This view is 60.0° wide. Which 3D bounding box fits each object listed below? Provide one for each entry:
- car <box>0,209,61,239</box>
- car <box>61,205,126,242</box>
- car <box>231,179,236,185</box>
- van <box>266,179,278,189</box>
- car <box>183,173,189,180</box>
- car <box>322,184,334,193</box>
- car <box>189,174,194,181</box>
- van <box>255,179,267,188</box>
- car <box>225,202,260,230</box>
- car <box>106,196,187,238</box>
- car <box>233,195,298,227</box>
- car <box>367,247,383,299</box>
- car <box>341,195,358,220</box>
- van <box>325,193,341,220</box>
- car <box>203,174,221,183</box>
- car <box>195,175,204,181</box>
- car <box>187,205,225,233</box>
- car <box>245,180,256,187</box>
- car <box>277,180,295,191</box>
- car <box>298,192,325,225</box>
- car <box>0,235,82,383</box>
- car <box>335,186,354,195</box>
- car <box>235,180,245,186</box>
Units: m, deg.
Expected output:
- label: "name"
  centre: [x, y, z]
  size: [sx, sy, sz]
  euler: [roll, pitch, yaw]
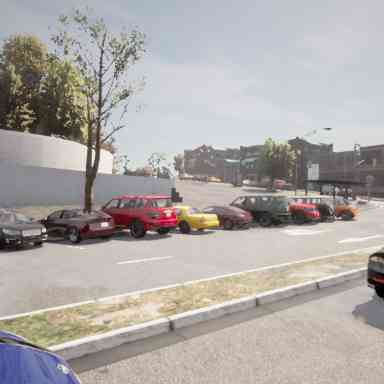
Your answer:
- label: "car"
  centre: [-8.224, 1.494, 14.346]
  size: [4.892, 1.521, 2.231]
  euler: [-1, -1, 35]
- label: "car"
  centre: [-5.803, 1.525, 16.091]
  size: [4.792, 1.488, 2.163]
  euler: [-1, -1, 35]
- label: "car"
  centre: [10.845, -2.317, 78.863]
  size: [2.002, 1.452, 4.674]
  euler: [7, 3, 35]
- label: "van"
  centre: [17.716, -1.491, 68.874]
  size: [1.878, 1.987, 4.442]
  euler: [7, 4, 35]
- label: "car"
  centre: [0.373, -4.085, 93.575]
  size: [2.185, 1.767, 4.553]
  euler: [4, 1, 33]
- label: "car"
  centre: [24.681, -0.426, 59.122]
  size: [2.435, 2.045, 5.566]
  euler: [7, 3, 35]
- label: "car"
  centre: [2.101, -3.850, 91.104]
  size: [2.185, 1.767, 4.553]
  euler: [6, 3, 34]
- label: "van"
  centre: [15.988, -1.764, 71.346]
  size: [1.878, 1.987, 4.442]
  euler: [7, 4, 35]
- label: "car"
  centre: [1.571, 1.549, 21.287]
  size: [4.674, 1.452, 2.002]
  euler: [-1, -1, 35]
- label: "car"
  centre: [-3.358, 1.248, 17.835]
  size: [5.566, 2.045, 2.435]
  euler: [-1, -1, 35]
- label: "car"
  centre: [3.999, 1.263, 23.043]
  size: [5.566, 2.045, 2.435]
  euler: [-1, -1, 35]
- label: "car"
  centre: [5.695, 1.502, 7.182]
  size: [4.902, 1.511, 2.128]
  euler: [0, 0, -35]
- label: "car"
  centre: [11.463, 1.403, 28.164]
  size: [4.553, 1.767, 2.185]
  euler: [-1, -1, 35]
- label: "van"
  centre: [9.053, 1.297, 26.415]
  size: [4.442, 1.987, 1.878]
  euler: [-1, -1, 35]
- label: "car"
  centre: [5.744, -3.176, 86.376]
  size: [1.946, 1.575, 5.366]
  euler: [7, 3, 34]
- label: "car"
  centre: [3.894, -3.698, 88.637]
  size: [2.435, 2.045, 5.566]
  euler: [7, 3, 34]
- label: "car"
  centre: [-1.037, 1.503, 19.661]
  size: [5.366, 1.575, 1.946]
  euler: [-1, -1, 35]
- label: "car"
  centre: [14.416, -1.812, 74.078]
  size: [1.946, 1.575, 5.366]
  euler: [7, 3, 35]
- label: "car"
  centre: [19.474, -0.992, 66.511]
  size: [2.231, 1.521, 4.892]
  euler: [7, 3, 35]
- label: "car"
  centre: [6.514, 1.267, 24.747]
  size: [5.566, 2.045, 2.435]
  euler: [-1, -1, 35]
- label: "car"
  centre: [-2.616, 1.351, 1.266]
  size: [4.553, 1.767, 2.097]
  euler: [0, 0, -35]
- label: "car"
  centre: [26.370, 0.136, 56.649]
  size: [2.002, 1.452, 4.674]
  euler: [7, 3, 35]
- label: "car"
  centre: [12.586, -2.043, 76.400]
  size: [2.002, 1.452, 4.674]
  euler: [7, 4, 35]
